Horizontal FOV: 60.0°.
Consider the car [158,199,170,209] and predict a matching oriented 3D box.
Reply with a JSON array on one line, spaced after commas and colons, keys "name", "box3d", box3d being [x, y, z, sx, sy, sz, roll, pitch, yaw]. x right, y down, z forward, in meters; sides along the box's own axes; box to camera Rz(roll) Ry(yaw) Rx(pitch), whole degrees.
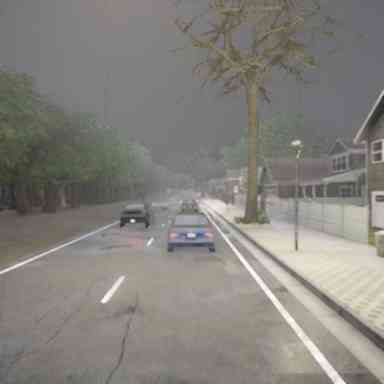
[{"name": "car", "box3d": [-3.753, 1.539, 40.283, 1.895, 1.301, 4.718, 0, 0, -1]}]

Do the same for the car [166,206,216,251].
[{"name": "car", "box3d": [-0.035, 1.528, 13.919, 2.033, 1.411, 5.357, 0, 0, 0]}]

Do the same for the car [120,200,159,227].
[{"name": "car", "box3d": [-3.590, 1.482, 22.429, 1.837, 1.490, 4.892, 0, 0, -1]}]

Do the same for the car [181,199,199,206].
[{"name": "car", "box3d": [-0.212, 1.487, 35.333, 2.033, 1.411, 5.357, 0, 0, 0]}]
